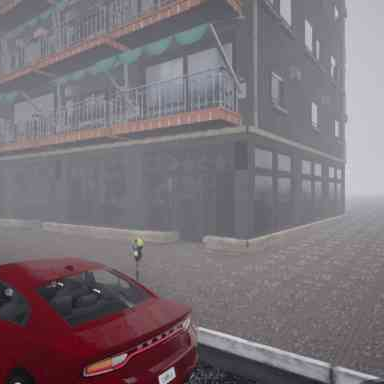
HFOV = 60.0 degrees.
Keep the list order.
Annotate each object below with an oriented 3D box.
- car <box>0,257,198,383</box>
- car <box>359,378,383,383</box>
[{"bbox_3d":[-2.042,1.545,4.326,4.507,1.381,1.887,0,0,35],"label":"car"},{"bbox_3d":[2.551,1.566,1.059,4.313,1.339,1.947,0,0,35],"label":"car"}]
